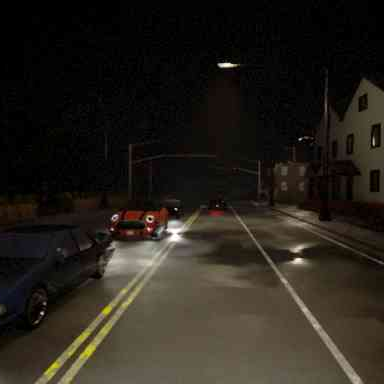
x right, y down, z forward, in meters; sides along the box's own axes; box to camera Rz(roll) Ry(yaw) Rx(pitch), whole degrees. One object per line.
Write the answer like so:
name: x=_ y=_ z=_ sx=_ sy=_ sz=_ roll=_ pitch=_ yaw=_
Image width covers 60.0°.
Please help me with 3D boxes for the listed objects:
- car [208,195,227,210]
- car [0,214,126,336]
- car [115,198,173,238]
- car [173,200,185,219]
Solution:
car: x=2.820 y=1.159 z=36.903 sx=1.837 sy=1.490 sz=4.892 roll=1 pitch=1 yaw=4
car: x=-3.188 y=1.421 z=6.969 sx=2.033 sy=1.411 sz=5.357 roll=1 pitch=1 yaw=4
car: x=-2.460 y=1.138 z=16.394 sx=2.097 sy=1.767 sz=4.553 roll=1 pitch=1 yaw=4
car: x=-1.700 y=1.295 z=26.227 sx=1.895 sy=1.301 sz=4.718 roll=1 pitch=1 yaw=5
